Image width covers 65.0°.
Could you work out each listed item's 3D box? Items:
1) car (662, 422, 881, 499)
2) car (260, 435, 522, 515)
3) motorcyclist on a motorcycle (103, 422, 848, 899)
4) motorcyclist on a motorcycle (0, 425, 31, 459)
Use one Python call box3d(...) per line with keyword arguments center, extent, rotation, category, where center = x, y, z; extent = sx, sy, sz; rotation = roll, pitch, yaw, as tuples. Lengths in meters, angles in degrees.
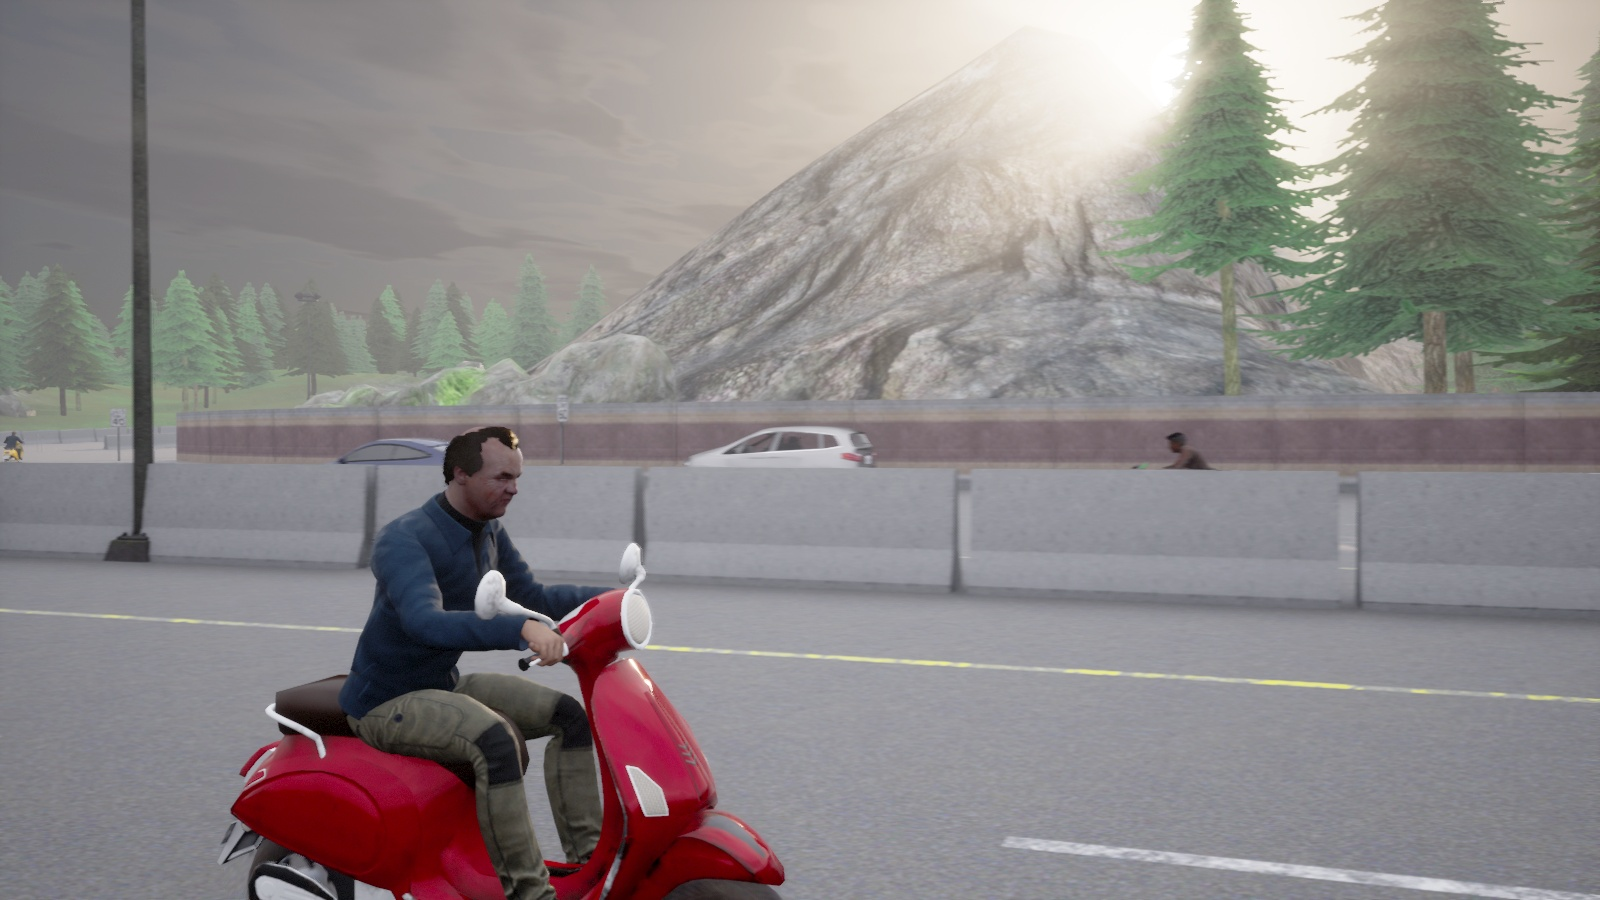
box3d(center=(-0.639, 0.200, 29.256), extent=(4.611, 1.667, 2.242), rotation=(0, 1, 19), category="car")
box3d(center=(-7.909, 0.433, 24.324), extent=(4.674, 1.442, 1.812), rotation=(0, 1, 19), category="car")
box3d(center=(-0.864, 0.721, 3.484), extent=(1.817, 1.590, 0.866), rotation=(1, 1, 19), category="motorcyclist on a motorcycle")
box3d(center=(-37.328, -0.389, 59.622), extent=(0.866, 1.590, 1.817), rotation=(1, 2, -13), category="motorcyclist on a motorcycle")
